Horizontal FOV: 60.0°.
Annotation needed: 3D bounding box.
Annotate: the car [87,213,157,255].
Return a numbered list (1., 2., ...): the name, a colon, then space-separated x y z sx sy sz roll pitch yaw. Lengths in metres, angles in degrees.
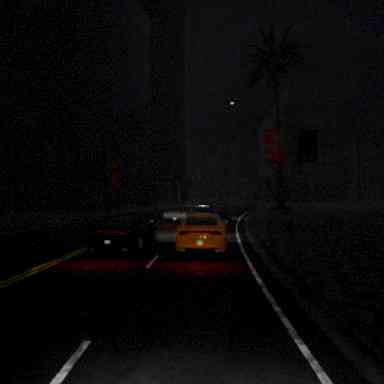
1. car: -2.760 1.608 14.121 1.882 1.535 5.008 0 0 5

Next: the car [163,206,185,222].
1. car: -1.001 1.868 28.485 1.895 1.301 4.718 0 -1 10

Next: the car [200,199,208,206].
1. car: 2.910 2.225 71.568 1.994 1.385 4.181 0 -1 12

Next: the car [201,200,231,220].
1. car: 2.277 1.749 28.312 1.882 1.535 5.008 0 0 10

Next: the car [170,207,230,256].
1. car: 0.480 1.610 13.872 1.882 1.535 5.008 0 0 5
